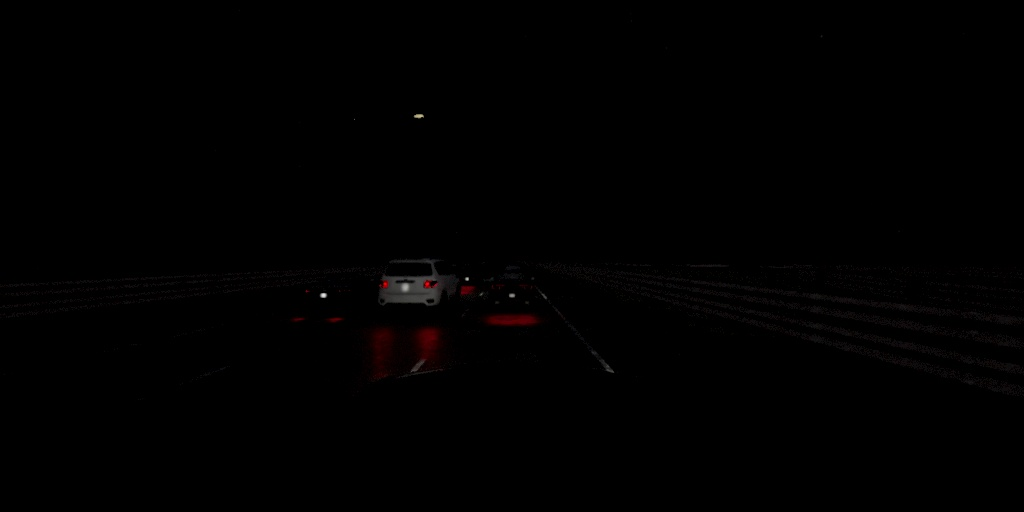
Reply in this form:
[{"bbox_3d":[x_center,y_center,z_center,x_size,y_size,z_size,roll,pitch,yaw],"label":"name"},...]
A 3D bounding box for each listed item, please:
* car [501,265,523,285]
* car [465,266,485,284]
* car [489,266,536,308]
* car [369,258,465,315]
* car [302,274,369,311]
[{"bbox_3d":[0.023,1.572,30.759,1.812,1.442,4.674,0,0,0],"label":"car"},{"bbox_3d":[-3.480,1.550,30.363,1.837,1.490,4.892,0,0,0],"label":"car"},{"bbox_3d":[0.026,1.371,16.097,1.882,1.535,5.008,0,0,0],"label":"car"},{"bbox_3d":[-3.490,1.102,14.460,2.150,2.045,5.566,0,0,0],"label":"car"},{"bbox_3d":[-6.982,1.451,15.331,1.994,1.385,4.181,0,0,1],"label":"car"}]
